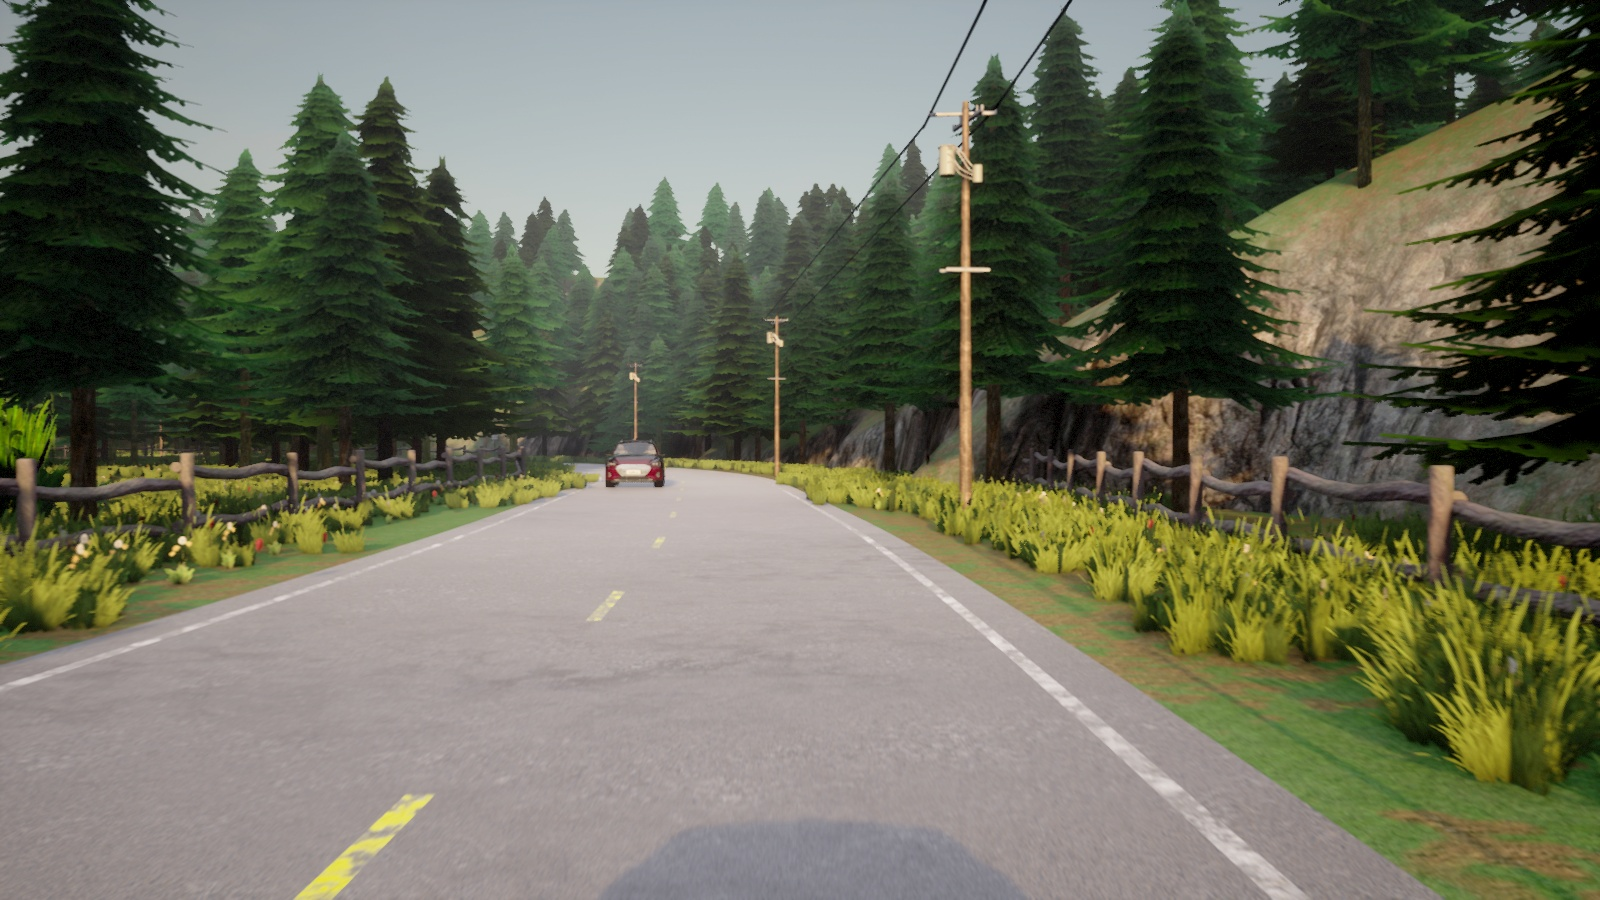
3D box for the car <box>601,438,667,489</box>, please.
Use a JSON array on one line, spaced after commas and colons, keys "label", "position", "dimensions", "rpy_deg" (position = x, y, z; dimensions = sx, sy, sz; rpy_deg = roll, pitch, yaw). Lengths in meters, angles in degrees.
[{"label": "car", "position": [-5.627, 0.430, 43.031], "dimensions": [2.033, 1.649, 4.856], "rpy_deg": [0, 0, -5]}]
